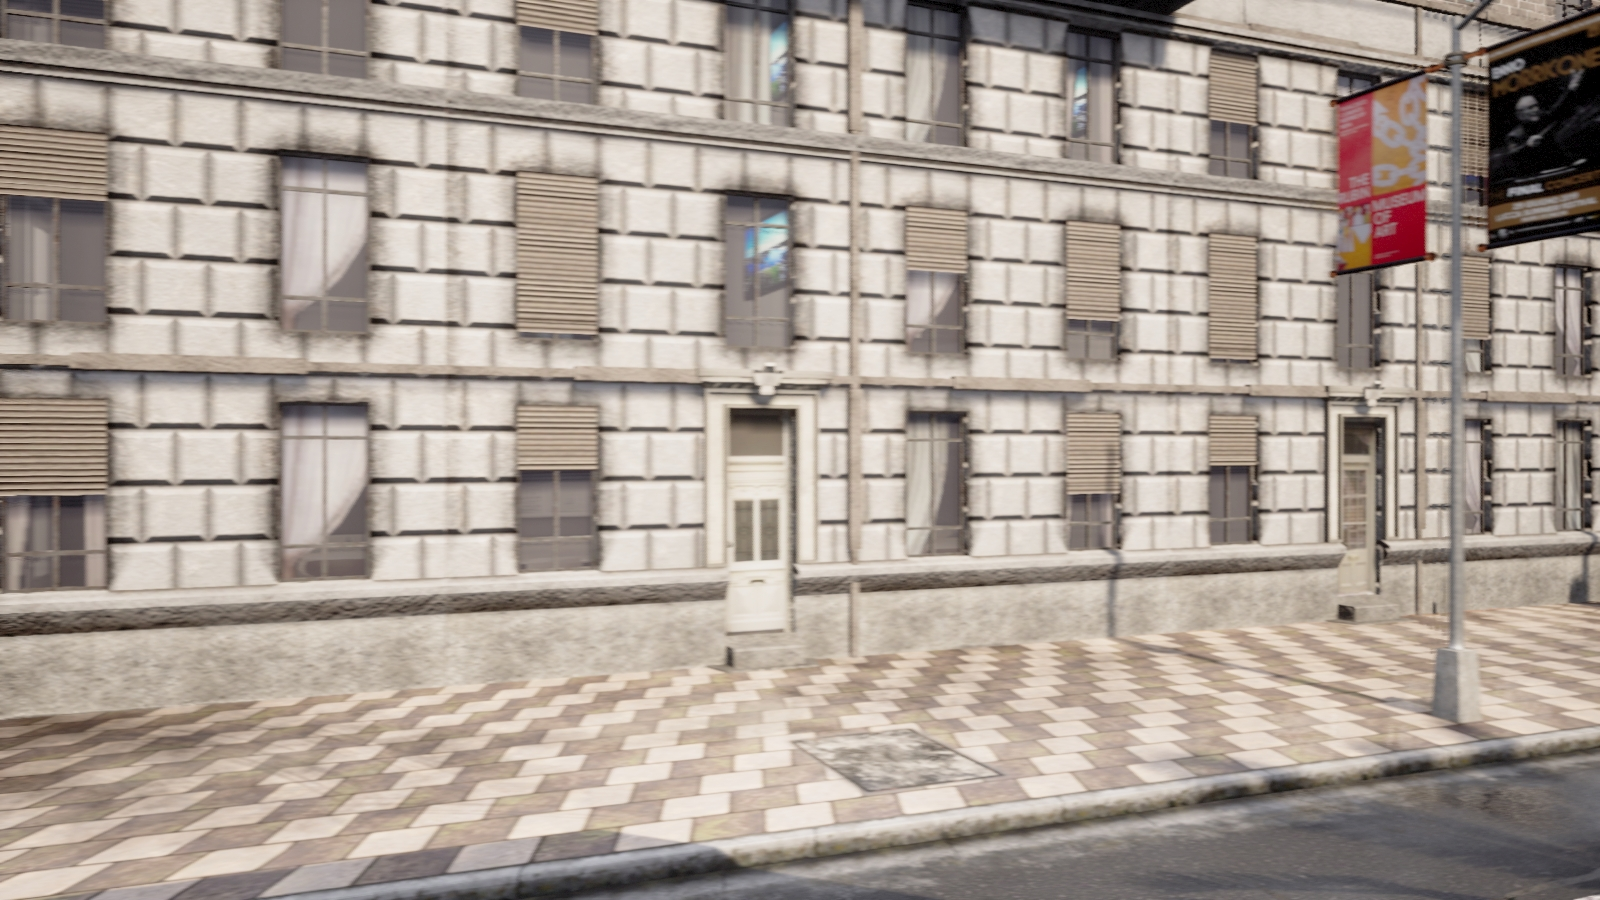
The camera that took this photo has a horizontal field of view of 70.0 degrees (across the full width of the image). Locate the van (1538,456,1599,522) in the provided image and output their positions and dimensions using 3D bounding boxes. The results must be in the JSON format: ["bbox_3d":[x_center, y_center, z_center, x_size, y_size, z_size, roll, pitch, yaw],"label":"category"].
[{"bbox_3d":[32.591,1.539,44.925,1.988,2.561,5.915,0,0,-22],"label":"van"}]
